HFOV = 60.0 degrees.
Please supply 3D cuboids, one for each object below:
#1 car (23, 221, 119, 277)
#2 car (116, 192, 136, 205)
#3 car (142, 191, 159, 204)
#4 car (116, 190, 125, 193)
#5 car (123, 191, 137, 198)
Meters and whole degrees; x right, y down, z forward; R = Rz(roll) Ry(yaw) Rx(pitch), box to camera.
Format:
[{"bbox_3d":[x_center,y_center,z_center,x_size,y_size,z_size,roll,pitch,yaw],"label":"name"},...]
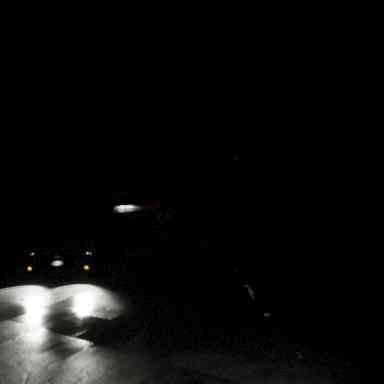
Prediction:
[{"bbox_3d":[-3.512,1.621,10.408,1.994,1.385,4.181,0,0,-3],"label":"car"},{"bbox_3d":[-10.748,1.269,53.277,2.128,1.511,4.902,-1,1,-15],"label":"car"},{"bbox_3d":[-6.798,0.901,54.581,2.150,2.045,5.566,-1,1,-16],"label":"car"},{"bbox_3d":[-19.210,0.118,90.057,2.097,1.767,4.553,-2,2,-25],"label":"car"},{"bbox_3d":[-13.153,0.904,72.074,2.033,1.411,5.357,-1,2,-17],"label":"car"}]
